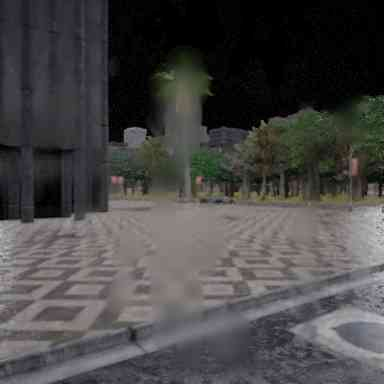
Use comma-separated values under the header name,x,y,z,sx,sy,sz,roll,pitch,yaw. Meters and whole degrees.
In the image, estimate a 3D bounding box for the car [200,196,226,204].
name,x,y,z,sx,sy,sz,roll,pitch,yaw
car,3.582,1.579,62.058,1.895,1.301,4.718,0,0,-38

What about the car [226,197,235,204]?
name,x,y,z,sx,sy,sz,roll,pitch,yaw
car,6.187,1.529,64.004,1.994,1.385,4.181,0,0,-38
